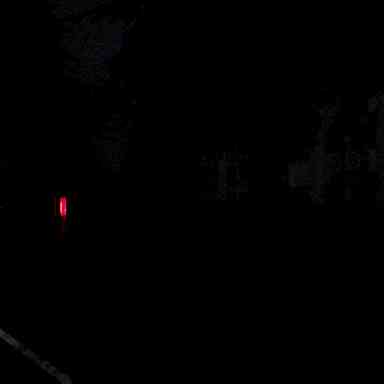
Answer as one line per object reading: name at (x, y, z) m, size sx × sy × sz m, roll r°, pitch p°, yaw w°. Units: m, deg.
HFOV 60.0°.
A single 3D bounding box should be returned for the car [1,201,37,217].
car at (-18.881, 1.728, 36.586) m, size 2.097 × 1.767 × 4.553 m, roll 0°, pitch -1°, yaw -3°
